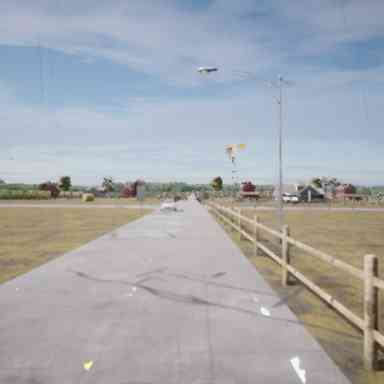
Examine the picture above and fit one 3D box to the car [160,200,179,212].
[{"bbox_3d":[-2.781,1.674,40.784,1.812,1.442,4.674,0,-1,1],"label":"car"}]
